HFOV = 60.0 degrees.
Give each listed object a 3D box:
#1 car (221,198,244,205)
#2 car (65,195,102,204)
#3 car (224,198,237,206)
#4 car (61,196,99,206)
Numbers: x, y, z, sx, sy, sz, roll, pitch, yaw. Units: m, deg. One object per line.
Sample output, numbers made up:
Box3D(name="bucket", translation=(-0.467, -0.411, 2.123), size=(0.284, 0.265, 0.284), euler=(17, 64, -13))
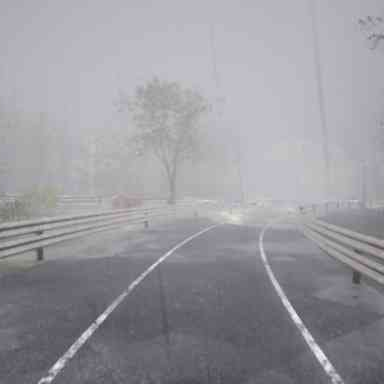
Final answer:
Box3D(name="car", translation=(9.210, 2.117, 75.280), size=(5.357, 1.411, 2.033), euler=(2, 0, -37))
Box3D(name="car", translation=(-17.843, 1.288, 54.668), size=(5.357, 1.411, 2.033), euler=(2, 0, -37))
Box3D(name="car", translation=(8.329, 2.036, 70.208), size=(5.008, 1.535, 1.882), euler=(2, 0, -37))
Box3D(name="car", translation=(-17.314, 1.307, 50.672), size=(5.357, 1.411, 2.033), euler=(2, 0, -37))
